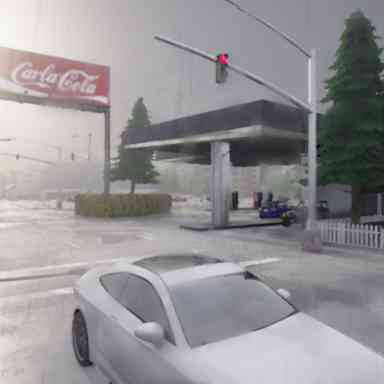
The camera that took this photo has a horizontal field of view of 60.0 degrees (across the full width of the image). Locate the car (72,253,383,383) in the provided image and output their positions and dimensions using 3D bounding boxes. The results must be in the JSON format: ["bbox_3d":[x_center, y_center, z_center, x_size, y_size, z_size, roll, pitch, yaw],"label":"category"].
[{"bbox_3d":[0.034,1.537,3.815,1.812,1.442,4.674,0,0,-36],"label":"car"}]

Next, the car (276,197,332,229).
[{"bbox_3d":[8.091,1.492,23.227,3.866,1.878,1.905,0,0,-36],"label":"car"}]

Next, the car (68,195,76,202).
[{"bbox_3d":[-24.902,1.415,70.386,2.007,1.523,4.514,0,0,-36],"label":"car"}]

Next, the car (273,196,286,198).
[{"bbox_3d":[19.263,1.628,79.862,2.152,1.636,5.027,0,0,-36],"label":"car"}]

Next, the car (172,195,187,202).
[{"bbox_3d":[-2.916,1.502,73.190,2.007,1.523,4.514,0,0,-36],"label":"car"}]

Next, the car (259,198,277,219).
[{"bbox_3d":[8.247,1.669,30.357,4.611,1.667,2.242,0,0,-36],"label":"car"}]

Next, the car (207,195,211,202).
[{"bbox_3d":[5.172,1.562,79.058,1.845,1.501,3.633,0,0,-36],"label":"car"}]
